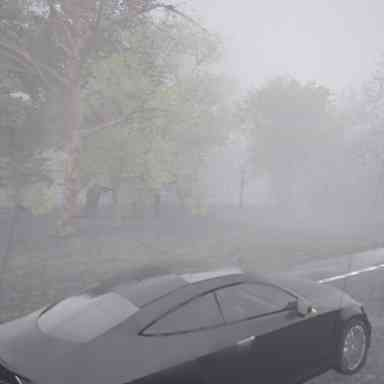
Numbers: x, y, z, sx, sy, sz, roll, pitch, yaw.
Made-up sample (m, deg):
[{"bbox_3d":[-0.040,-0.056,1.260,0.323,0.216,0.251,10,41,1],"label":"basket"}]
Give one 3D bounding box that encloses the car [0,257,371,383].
[{"bbox_3d":[0.209,1.527,3.894,4.674,1.442,1.812,0,0,-36],"label":"car"}]
